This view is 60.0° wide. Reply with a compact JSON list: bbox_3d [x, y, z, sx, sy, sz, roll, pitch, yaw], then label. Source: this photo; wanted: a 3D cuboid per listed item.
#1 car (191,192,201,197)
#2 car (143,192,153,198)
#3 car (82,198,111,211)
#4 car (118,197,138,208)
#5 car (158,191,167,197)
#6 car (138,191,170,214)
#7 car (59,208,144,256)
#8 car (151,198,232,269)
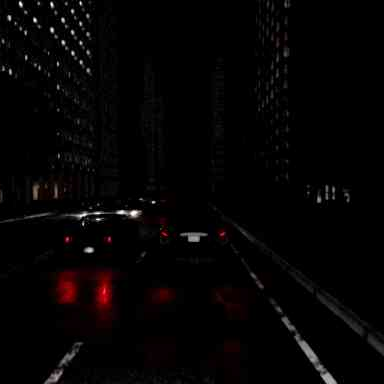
[{"bbox_3d":[0.861,0.716,69.071,2.097,1.767,4.553,0,1,0],"label":"car"},{"bbox_3d":[-10.055,0.769,76.366,1.895,1.301,4.718,0,1,0],"label":"car"},{"bbox_3d":[-9.985,1.277,34.939,1.895,1.301,4.718,0,1,0],"label":"car"},{"bbox_3d":[-6.737,1.229,36.261,1.994,1.385,4.181,0,1,0],"label":"car"},{"bbox_3d":[-6.811,0.493,77.852,1.812,1.442,4.674,0,1,0],"label":"car"},{"bbox_3d":[-3.271,0.938,30.771,2.150,2.045,5.566,0,1,0],"label":"car"},{"bbox_3d":[-3.206,1.484,12.553,1.895,1.301,4.718,0,1,0],"label":"car"},{"bbox_3d":[0.046,1.249,10.941,2.097,1.767,4.553,0,0,0],"label":"car"}]
